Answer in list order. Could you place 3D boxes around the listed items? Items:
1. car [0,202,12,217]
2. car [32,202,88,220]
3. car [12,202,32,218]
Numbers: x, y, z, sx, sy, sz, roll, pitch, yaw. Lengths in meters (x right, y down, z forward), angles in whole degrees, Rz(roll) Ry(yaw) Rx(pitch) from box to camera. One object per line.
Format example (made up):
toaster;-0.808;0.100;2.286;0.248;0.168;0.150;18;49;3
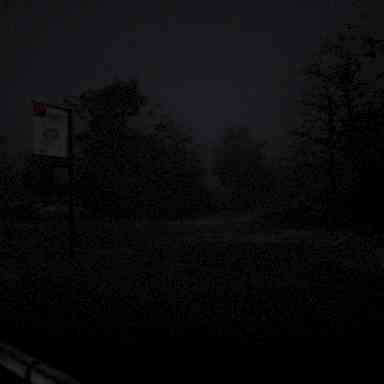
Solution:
car;-17.178;1.808;34.805;2.231;1.521;4.892;-1;0;36
car;-11.952;1.782;31.073;2.002;1.452;4.674;-1;0;36
car;-14.509;1.774;32.911;2.097;1.535;5.008;-1;0;36
